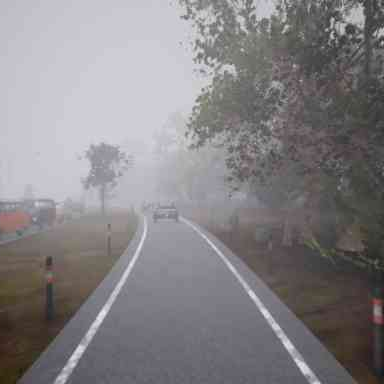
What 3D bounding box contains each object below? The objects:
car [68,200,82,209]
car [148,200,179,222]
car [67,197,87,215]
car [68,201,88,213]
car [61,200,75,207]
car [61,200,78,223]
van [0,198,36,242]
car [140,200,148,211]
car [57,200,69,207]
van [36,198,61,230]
[{"bbox_3d":[-22.446,2.324,63.785,2.097,1.535,5.008,-1,-1,-24],"label":"car"},{"bbox_3d":[-2.179,1.500,26.411,2.128,1.511,4.902,0,0,-9],"label":"car"},{"bbox_3d":[-13.395,1.581,38.114,2.435,2.045,5.566,2,-2,-14],"label":"car"},{"bbox_3d":[-14.884,1.929,43.534,2.231,1.521,4.892,2,-2,-17],"label":"car"},{"bbox_3d":[-27.843,2.591,74.538,2.097,1.535,5.008,0,-2,-28],"label":"car"},{"bbox_3d":[-11.040,1.662,27.020,1.946,1.575,5.366,2,-2,-9],"label":"car"},{"bbox_3d":[-9.525,1.322,16.017,1.878,1.987,4.442,2,-1,-5],"label":"van"},{"bbox_3d":[-5.546,1.732,42.686,1.895,1.301,4.718,-1,0,-14],"label":"car"},{"bbox_3d":[-30.945,2.757,79.942,2.002,1.452,4.674,0,-1,-30],"label":"car"},{"bbox_3d":[-10.175,1.377,21.574,1.878,1.987,4.442,2,-2,-10],"label":"van"}]
